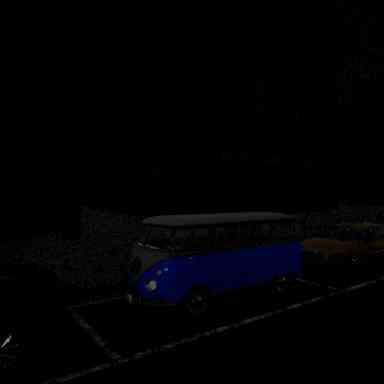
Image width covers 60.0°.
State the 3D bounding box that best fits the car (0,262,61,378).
[{"bbox_3d":[-3.834,1.566,3.916,4.313,1.339,1.947,0,0,-36],"label":"car"}]

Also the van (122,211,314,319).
[{"bbox_3d":[0.592,1.341,7.075,3.998,1.788,1.690,0,0,-36],"label":"van"}]

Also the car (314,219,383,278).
[{"bbox_3d":[4.880,1.526,10.135,4.829,1.417,1.752,0,0,-36],"label":"car"}]
